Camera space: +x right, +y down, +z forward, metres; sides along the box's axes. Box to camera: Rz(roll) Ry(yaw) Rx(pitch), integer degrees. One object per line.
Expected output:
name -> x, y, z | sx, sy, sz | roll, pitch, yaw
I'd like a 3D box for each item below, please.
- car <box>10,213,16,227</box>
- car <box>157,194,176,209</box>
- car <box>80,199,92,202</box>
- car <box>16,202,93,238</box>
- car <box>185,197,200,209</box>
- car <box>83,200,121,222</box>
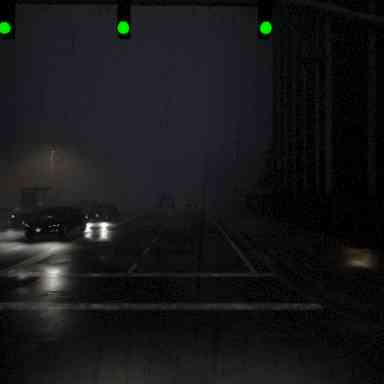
car -> -10.567, 1.611, 23.129 | 1.895, 1.301, 4.718 | 0, 0, 0
car -> -3.448, 1.239, 45.012 | 2.150, 2.045, 5.566 | 0, 0, 0
car -> -10.496, 1.492, 33.571 | 1.882, 1.535, 5.008 | 0, 0, 0
car -> -7.084, 1.513, 17.782 | 1.837, 1.490, 4.892 | 0, 0, 0
car -> 0.071, 1.504, 46.428 | 1.837, 1.490, 4.892 | 0, 2, 0
car -> -7.054, 1.576, 26.691 | 1.994, 1.385, 4.181 | 0, 0, 0
